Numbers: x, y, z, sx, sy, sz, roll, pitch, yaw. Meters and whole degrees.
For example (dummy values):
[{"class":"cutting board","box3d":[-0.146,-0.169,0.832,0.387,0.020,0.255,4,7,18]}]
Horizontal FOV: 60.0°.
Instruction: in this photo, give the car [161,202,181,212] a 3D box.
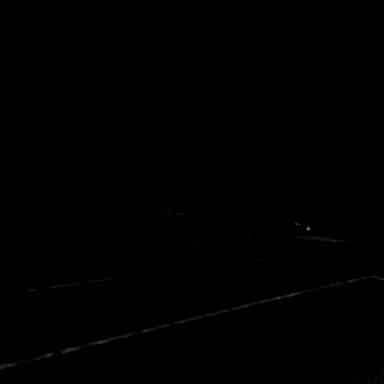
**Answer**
[{"class":"car","box3d":[-2.892,2.010,45.480,1.895,1.301,4.718,3,1,-17]}]

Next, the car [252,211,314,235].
[{"class":"car","box3d":[6.258,2.087,23.281,2.128,1.511,4.902,3,-2,-28]}]
